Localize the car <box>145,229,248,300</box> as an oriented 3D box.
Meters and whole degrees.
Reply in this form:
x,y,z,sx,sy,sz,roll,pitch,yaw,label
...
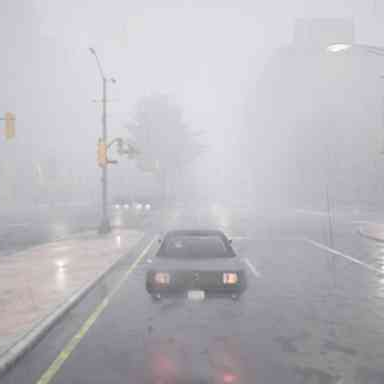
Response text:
x,y,z,sx,sy,sz,roll,pitch,yaw,label
0.080,1.568,8.232,1.895,1.301,4.718,0,0,0,car

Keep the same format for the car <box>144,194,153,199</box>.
x,y,z,sx,sy,sz,roll,pitch,yaw,label
-11.439,1.173,87.011,1.812,1.442,4.674,0,0,0,car

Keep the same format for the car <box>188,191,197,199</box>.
x,y,z,sx,sy,sz,roll,pitch,yaw,label
0.061,0.875,86.528,2.150,2.045,5.566,0,0,0,car

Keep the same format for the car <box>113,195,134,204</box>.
x,y,z,sx,sy,sz,roll,pitch,yaw,label
-11.527,1.376,56.498,1.895,1.301,4.718,0,0,0,car

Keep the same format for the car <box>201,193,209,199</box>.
x,y,z,sx,sy,sz,roll,pitch,yaw,label
3.561,1.174,86.913,2.128,1.511,4.902,0,0,0,car

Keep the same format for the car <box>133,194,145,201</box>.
x,y,z,sx,sy,sz,roll,pitch,yaw,label
-11.450,1.216,71.695,1.837,1.490,4.892,0,0,0,car

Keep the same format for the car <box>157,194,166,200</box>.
x,y,z,sx,sy,sz,roll,pitch,yaw,label
-7.939,1.188,87.005,2.033,1.411,5.357,0,0,0,car

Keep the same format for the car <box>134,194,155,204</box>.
x,y,z,sx,sy,sz,roll,pitch,yaw,label
-8.028,1.376,56.524,1.895,1.301,4.718,0,0,0,car

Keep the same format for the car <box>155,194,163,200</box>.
x,y,z,sx,sy,sz,roll,pitch,yaw,label
-7.950,1.268,71.698,1.994,1.385,4.181,0,0,0,car
